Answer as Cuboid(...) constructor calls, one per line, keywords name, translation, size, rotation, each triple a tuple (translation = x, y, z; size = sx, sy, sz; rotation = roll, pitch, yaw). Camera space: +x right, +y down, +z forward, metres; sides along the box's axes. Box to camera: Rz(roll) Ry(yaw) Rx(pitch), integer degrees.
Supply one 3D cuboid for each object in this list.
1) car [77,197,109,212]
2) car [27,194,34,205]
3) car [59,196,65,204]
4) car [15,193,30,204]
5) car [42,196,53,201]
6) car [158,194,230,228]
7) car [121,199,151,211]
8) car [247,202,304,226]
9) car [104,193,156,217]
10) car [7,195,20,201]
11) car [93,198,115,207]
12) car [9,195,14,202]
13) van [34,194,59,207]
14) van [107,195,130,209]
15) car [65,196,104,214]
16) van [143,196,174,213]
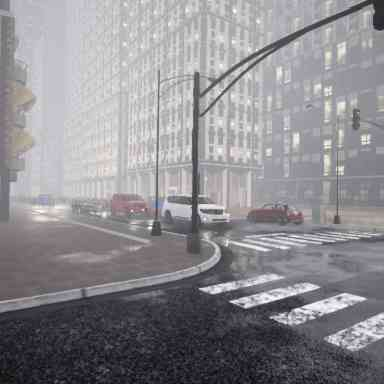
Cuboid(name="car", translation=(-11.530, 1.412, 38.597), size=(2.128, 1.511, 4.902), rotation=(1, -1, -35))
Cuboid(name="car", translation=(-23.760, 1.432, 51.428), size=(1.802, 1.307, 4.206), rotation=(1, -1, -35))
Cuboid(name="car", translation=(-23.997, 1.433, 61.815), size=(1.882, 1.535, 5.008), rotation=(1, -1, -35))
Cuboid(name="car", translation=(-30.264, 1.154, 60.665), size=(2.192, 1.841, 5.009), rotation=(1, -1, -35))
Cuboid(name="car", translation=(-36.437, 1.570, 83.957), size=(1.802, 1.307, 4.206), rotation=(1, -1, -35))
Cuboid(name="car", translation=(0.084, 1.170, 22.104), size=(2.150, 2.045, 5.566), rotation=(1, -1, -35))
Cuboid(name="car", translation=(-7.148, 1.584, 42.405), size=(2.008, 1.369, 4.403), rotation=(1, -1, -35))
Cuboid(name="car", translation=(5.871, 1.505, 23.938), size=(1.967, 1.590, 4.097), rotation=(1, -1, -35))
Cuboid(name="car", translation=(-5.688, 1.155, 30.297), size=(2.150, 2.045, 5.566), rotation=(1, -1, -35))
Cuboid(name="car", translation=(-40.030, 1.377, 74.513), size=(2.008, 1.369, 4.403), rotation=(1, -1, -35))
Cuboid(name="car", translation=(-13.657, 1.586, 51.638), size=(1.947, 1.339, 4.313), rotation=(1, -1, -35))
Cuboid(name="car", translation=(-36.776, 1.396, 69.896), size=(1.947, 1.339, 4.313), rotation=(1, -1, -35))
Cuboid(name="van", translation=(-20.501, 1.197, 46.813), size=(1.690, 1.788, 3.998), rotation=(1, -1, -35))
Cuboid(name="van", translation=(-10.398, 1.368, 47.024), size=(1.690, 1.788, 3.998), rotation=(1, -1, -35))
Cuboid(name="car", translation=(-10.743, 1.427, 32.961), size=(2.008, 1.369, 4.403), rotation=(1, -1, -35))
Cuboid(name="van", translation=(-3.890, 1.382, 37.790), size=(1.690, 1.788, 3.998), rotation=(1, -1, -35))
